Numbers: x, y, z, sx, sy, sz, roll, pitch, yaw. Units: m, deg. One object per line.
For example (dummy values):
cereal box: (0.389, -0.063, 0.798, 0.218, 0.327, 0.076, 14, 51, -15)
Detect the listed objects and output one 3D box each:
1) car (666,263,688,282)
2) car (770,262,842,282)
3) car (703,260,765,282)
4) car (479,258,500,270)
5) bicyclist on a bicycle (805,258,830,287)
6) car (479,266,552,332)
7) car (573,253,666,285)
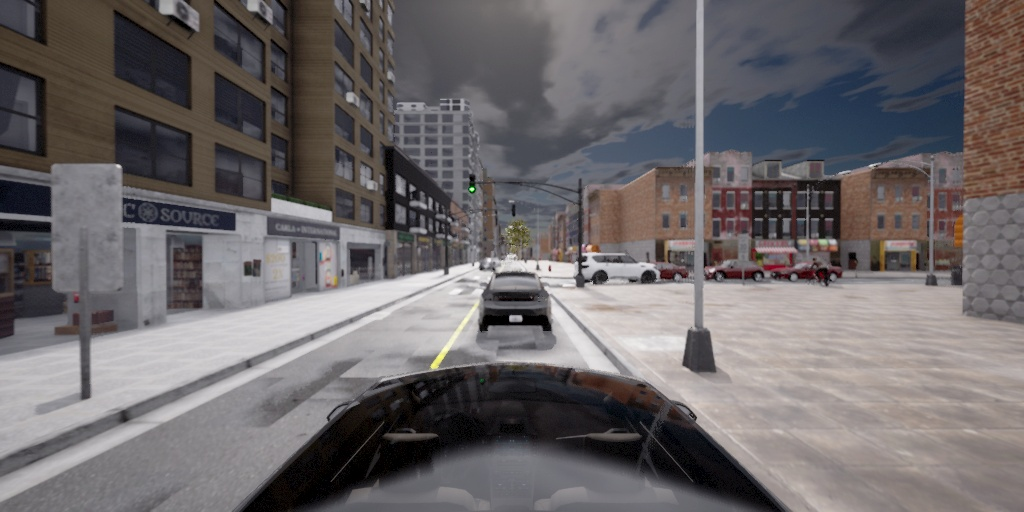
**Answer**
car: (10.344, 1.122, 26.046, 4.507, 1.381, 1.888, 0, 0, 0)
car: (21.272, 1.111, 26.047, 4.507, 1.381, 1.888, 0, 0, 0)
car: (15.808, 1.011, 26.048, 4.097, 1.591, 1.967, 0, 0, 0)
car: (-2.886, 1.008, 42.554, 2.128, 1.511, 4.902, 0, 0, 0)
bicyclist on a bicycle: (17.359, 0.919, 20.395, 0.582, 1.620, 1.656, 0, 0, 0)
car: (0.081, 1.187, 10.579, 1.837, 1.490, 4.892, 0, 0, 0)
car: (6.838, 0.823, 23.625, 5.566, 2.045, 2.150, 0, 0, -10)
